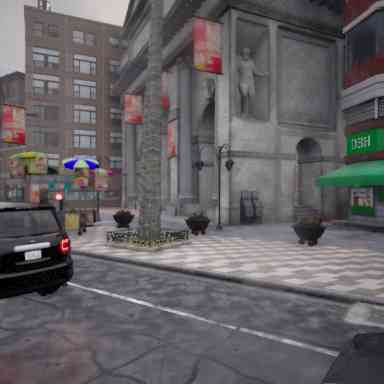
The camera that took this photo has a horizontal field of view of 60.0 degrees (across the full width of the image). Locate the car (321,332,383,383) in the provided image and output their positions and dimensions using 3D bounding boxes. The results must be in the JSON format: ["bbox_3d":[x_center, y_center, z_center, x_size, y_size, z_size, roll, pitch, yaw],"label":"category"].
[{"bbox_3d":[3.369,1.548,1.482,5.357,1.411,2.033,0,0,37],"label":"car"}]

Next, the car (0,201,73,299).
[{"bbox_3d":[-5.013,1.221,7.513,5.566,2.045,2.150,0,0,36],"label":"car"}]
